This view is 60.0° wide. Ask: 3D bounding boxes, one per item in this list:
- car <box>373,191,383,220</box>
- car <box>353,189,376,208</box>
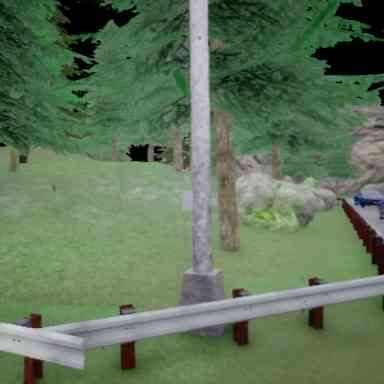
[{"bbox_3d":[11.218,0.891,17.741,1.882,1.535,5.008,0,1,22],"label":"car"},{"bbox_3d":[15.725,0.547,29.597,1.882,1.535,5.008,-1,1,16],"label":"car"}]
